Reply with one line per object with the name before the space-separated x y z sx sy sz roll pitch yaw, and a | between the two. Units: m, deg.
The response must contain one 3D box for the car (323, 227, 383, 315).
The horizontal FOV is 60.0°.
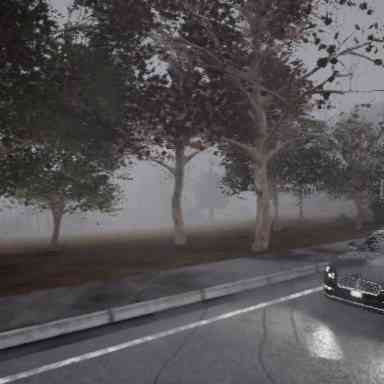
car | 4.771 1.478 7.085 4.892 1.490 1.837 0 0 -36
